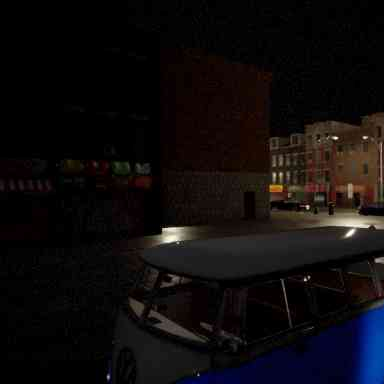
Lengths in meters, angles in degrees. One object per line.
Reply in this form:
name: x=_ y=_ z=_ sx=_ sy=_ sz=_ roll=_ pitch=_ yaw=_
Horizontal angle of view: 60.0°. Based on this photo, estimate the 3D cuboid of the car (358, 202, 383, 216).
car: x=17.143 y=1.572 z=29.593 sx=1.994 sy=1.385 sz=4.181 roll=0 pitch=0 yaw=-35

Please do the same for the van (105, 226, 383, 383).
van: x=1.096 y=1.341 z=3.603 sx=3.998 sy=1.788 sz=1.690 roll=0 pitch=0 yaw=-36

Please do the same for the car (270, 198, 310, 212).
car: x=11.133 y=1.491 z=38.032 sx=2.128 sy=1.511 sz=4.902 roll=0 pitch=0 yaw=-35
